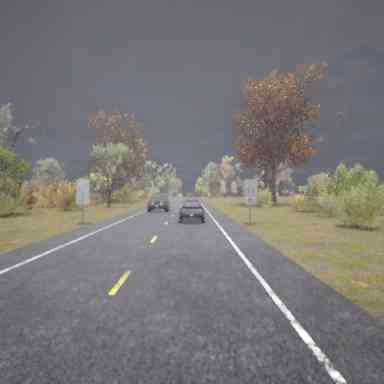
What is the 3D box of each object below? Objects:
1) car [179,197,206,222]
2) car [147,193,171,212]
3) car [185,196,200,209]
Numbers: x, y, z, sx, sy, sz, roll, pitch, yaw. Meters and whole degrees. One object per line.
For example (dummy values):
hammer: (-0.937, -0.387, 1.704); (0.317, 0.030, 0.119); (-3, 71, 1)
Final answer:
car: (0.009, 1.408, 25.391); (2.128, 1.511, 4.902); (0, 0, 0)
car: (-3.548, 1.122, 36.533); (2.150, 2.045, 5.566); (0, 0, 0)
car: (0.040, 1.391, 44.708); (1.837, 1.490, 4.892); (0, 0, 0)
